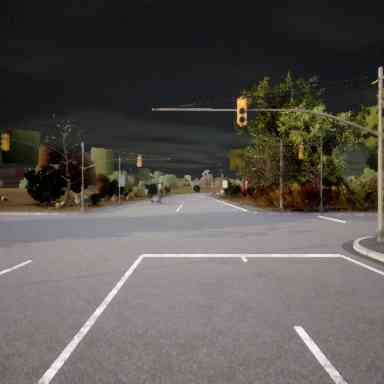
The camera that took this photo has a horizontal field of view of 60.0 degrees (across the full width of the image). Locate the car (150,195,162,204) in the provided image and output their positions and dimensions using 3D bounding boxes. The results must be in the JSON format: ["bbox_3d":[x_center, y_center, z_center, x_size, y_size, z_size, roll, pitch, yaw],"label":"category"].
[{"bbox_3d":[-7.000,1.438,64.947,2.128,1.511,4.902,0,0,0],"label":"car"}]
